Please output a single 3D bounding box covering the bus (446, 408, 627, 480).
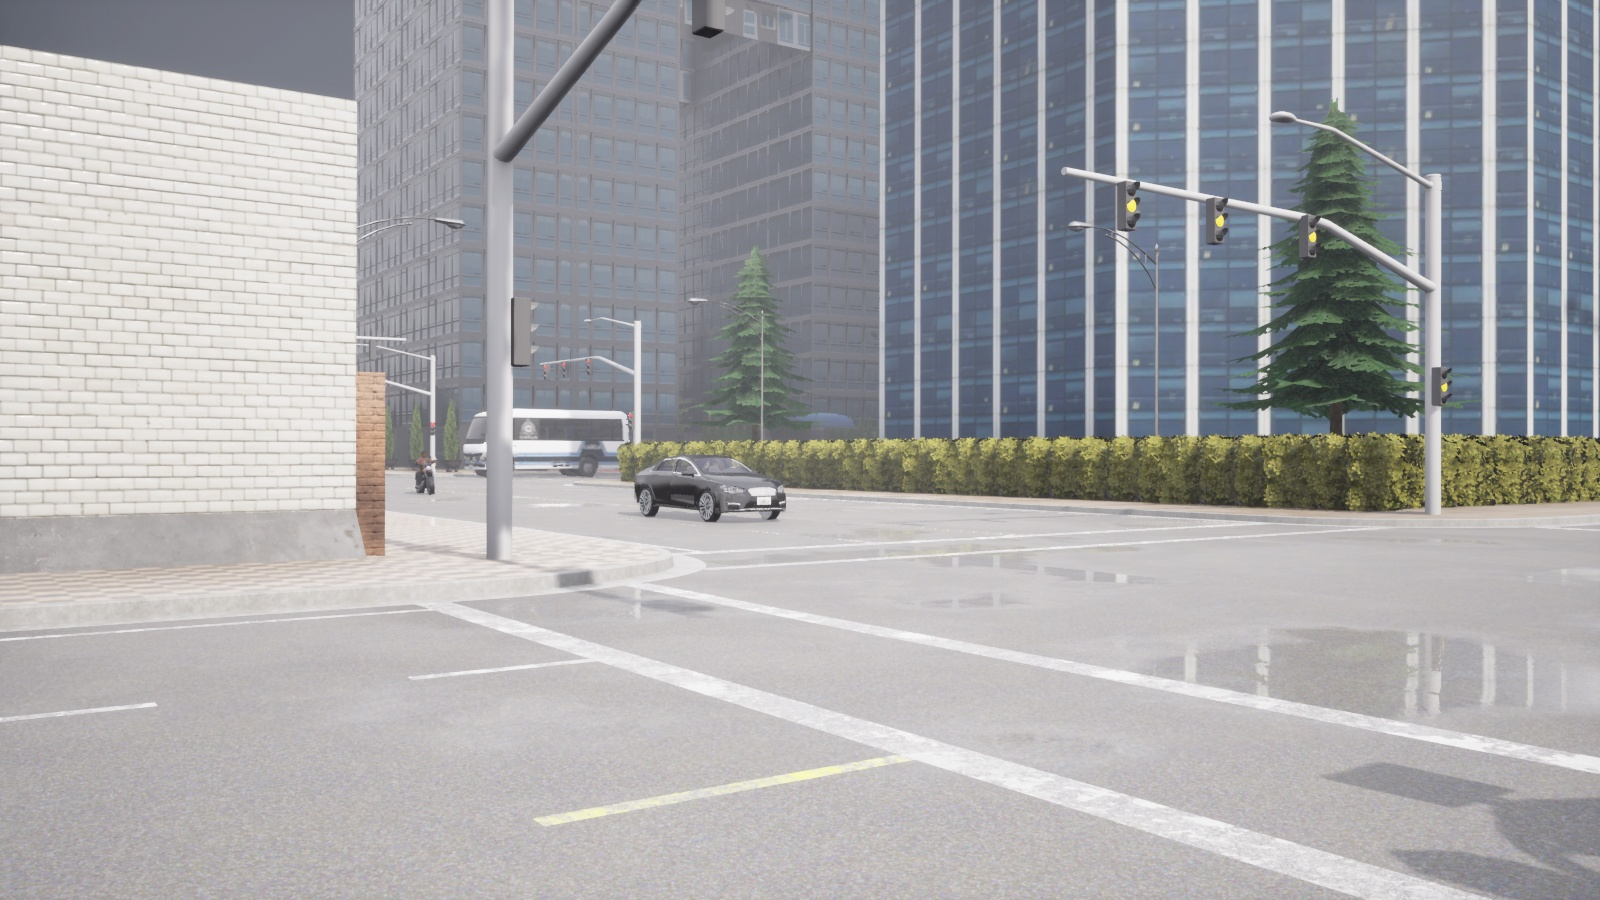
[{"bbox_3d":[-16.301,-0.350,78.200,10.273,4.253,3.944,0,0,-35],"label":"bus"}]

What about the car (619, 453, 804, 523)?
[{"bbox_3d":[-2.194,0.834,29.697,2.128,1.511,4.902,0,0,-35],"label":"car"}]

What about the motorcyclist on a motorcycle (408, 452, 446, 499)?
[{"bbox_3d":[-13.613,0.892,45.822,0.766,1.649,2.350,-2,1,-29],"label":"motorcyclist on a motorcycle"}]
